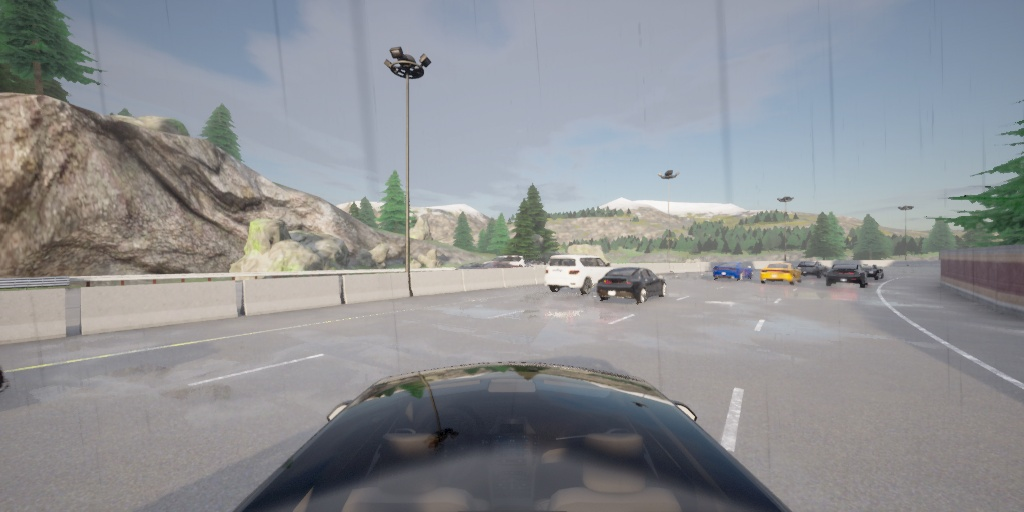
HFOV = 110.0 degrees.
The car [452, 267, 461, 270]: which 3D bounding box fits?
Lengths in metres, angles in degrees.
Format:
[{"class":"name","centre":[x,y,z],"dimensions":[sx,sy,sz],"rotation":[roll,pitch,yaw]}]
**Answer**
[{"class":"car","centre":[-3.615,1.314,32.754],"dimensions":[1.994,1.385,4.181],"rotation":[0,0,43]}]

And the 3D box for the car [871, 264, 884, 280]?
[{"class":"car","centre":[30.458,1.351,30.888],"dimensions":[4.718,1.301,1.895],"rotation":[0,0,-39]}]

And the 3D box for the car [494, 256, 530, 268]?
[{"class":"car","centre":[-0.883,0.972,40.732],"dimensions":[5.566,2.045,2.150],"rotation":[0,0,-45]}]

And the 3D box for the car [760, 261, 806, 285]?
[{"class":"car","centre":[19.790,1.228,26.313],"dimensions":[5.008,1.535,1.882],"rotation":[0,0,-44]}]

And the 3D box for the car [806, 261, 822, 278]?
[{"class":"car","centre":[27.742,1.241,33.176],"dimensions":[4.902,1.511,2.128],"rotation":[0,0,-39]}]

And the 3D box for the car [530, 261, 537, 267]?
[{"class":"car","centre":[2.879,1.351,49.060],"dimensions":[4.718,1.301,1.895],"rotation":[0,0,-42]}]

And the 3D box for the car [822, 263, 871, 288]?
[{"class":"car","centre":[22.507,1.255,24.068],"dimensions":[4.892,1.490,1.837],"rotation":[0,0,-43]}]

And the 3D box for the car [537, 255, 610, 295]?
[{"class":"car","centre":[4.012,0.971,20.028],"dimensions":[2.150,2.045,5.566],"rotation":[0,0,40]}]

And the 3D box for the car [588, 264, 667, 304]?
[{"class":"car","centre":[5.607,1.255,16.462],"dimensions":[1.837,1.490,4.892],"rotation":[0,0,40]}]

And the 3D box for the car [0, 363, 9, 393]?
[{"class":"car","centre":[-8.267,1.313,3.319],"dimensions":[1.994,1.385,4.181],"rotation":[0,0,32]}]

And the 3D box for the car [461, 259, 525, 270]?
[{"class":"car","centre":[-1.500,1.227,29.909],"dimensions":[1.882,1.535,5.008],"rotation":[0,0,43]}]

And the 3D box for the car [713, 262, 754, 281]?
[{"class":"car","centre":[18.564,1.228,29.973],"dimensions":[5.008,1.535,1.882],"rotation":[0,0,-42]}]
